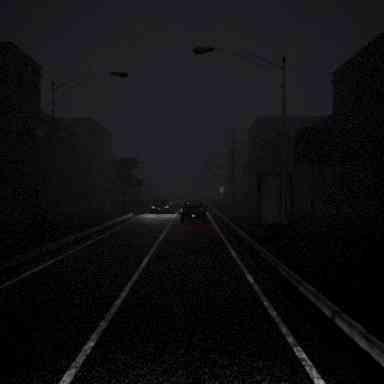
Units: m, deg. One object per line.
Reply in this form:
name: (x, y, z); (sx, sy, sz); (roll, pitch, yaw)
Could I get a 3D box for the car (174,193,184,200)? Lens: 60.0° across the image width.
car: (-2.984, 1.077, 75.719); (2.097, 1.767, 4.553); (0, 0, 0)

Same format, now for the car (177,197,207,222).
car: (0.107, 1.404, 25.151); (2.128, 1.511, 4.902); (0, 0, 0)

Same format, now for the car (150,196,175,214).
car: (-3.088, 1.368, 33.804); (1.837, 1.490, 4.892); (0, 0, 0)
